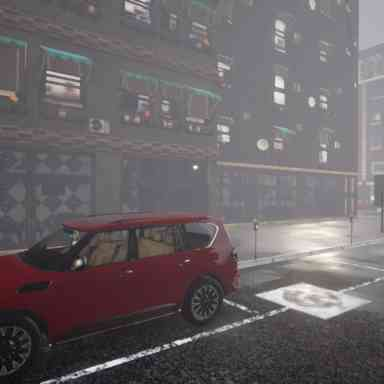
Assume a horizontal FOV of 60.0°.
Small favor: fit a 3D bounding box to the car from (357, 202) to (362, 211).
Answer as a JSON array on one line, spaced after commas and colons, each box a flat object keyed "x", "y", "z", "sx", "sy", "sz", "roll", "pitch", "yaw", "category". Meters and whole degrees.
[{"x": 13.284, "y": 1.214, "z": 32.450, "sx": 2.192, "sy": 1.841, "sz": 5.009, "roll": 1, "pitch": 0, "yaw": -36, "category": "car"}]

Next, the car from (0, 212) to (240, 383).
[{"x": -1.414, "y": 1.316, "z": 5.549, "sx": 5.009, "sy": 1.841, "sz": 2.192, "roll": 0, "pitch": 1, "yaw": -36, "category": "car"}]

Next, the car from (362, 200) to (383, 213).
[{"x": 20.081, "y": 1.537, "z": 37.346, "sx": 1.887, "sy": 1.381, "sz": 4.507, "roll": 1, "pitch": 0, "yaw": -36, "category": "car"}]
